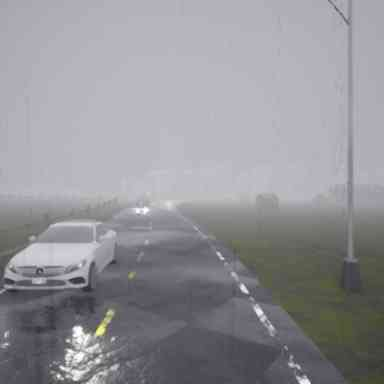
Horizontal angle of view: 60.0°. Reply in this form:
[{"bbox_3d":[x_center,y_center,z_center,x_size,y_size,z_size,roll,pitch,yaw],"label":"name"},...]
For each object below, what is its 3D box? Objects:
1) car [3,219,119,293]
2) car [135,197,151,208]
[{"bbox_3d":[-3.188,1.518,9.040,1.812,1.442,4.674,0,0,-2],"label":"car"},{"bbox_3d":[-6.828,1.390,46.453,2.128,1.511,4.902,0,0,-2],"label":"car"}]
